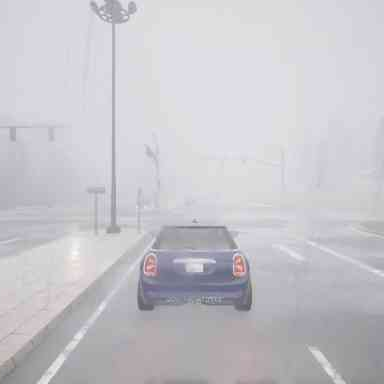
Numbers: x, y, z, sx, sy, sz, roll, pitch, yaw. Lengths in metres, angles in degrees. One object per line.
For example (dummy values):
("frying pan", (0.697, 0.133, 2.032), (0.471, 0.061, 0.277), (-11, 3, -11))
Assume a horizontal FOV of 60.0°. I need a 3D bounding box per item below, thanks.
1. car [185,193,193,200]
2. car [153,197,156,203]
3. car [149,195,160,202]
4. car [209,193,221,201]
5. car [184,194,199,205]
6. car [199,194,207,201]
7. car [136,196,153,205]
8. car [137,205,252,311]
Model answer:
("car", (-0.924, 1.189, 95.614), (2.150, 2.045, 5.566), (0, 0, -1))
("car", (-8.448, 1.505, 66.297), (1.837, 1.490, 4.892), (0, 0, -1))
("car", (-8.602, 1.540, 76.735), (2.033, 1.411, 5.357), (0, 0, -1))
("car", (6.257, 1.215, 85.053), (2.150, 2.045, 5.566), (0, 0, -1))
("car", (-0.225, 1.526, 54.755), (1.812, 1.442, 4.674), (0, 0, -1))
("car", (2.752, 1.513, 85.320), (1.812, 1.442, 4.674), (0, 0, -1))
("car", (-8.349, 1.505, 57.088), (1.837, 1.490, 4.892), (0, 0, -1))
("car", (0.061, 1.352, 7.935), (2.097, 1.767, 4.553), (0, 0, 0))
